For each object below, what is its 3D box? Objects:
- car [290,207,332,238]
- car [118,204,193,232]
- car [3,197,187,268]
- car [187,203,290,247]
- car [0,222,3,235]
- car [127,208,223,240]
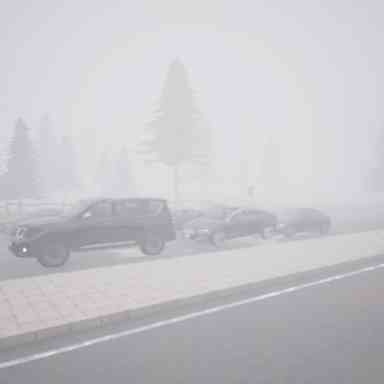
[{"bbox_3d":[5.535,1.525,17.644,4.674,1.442,1.812,-2,1,-35],"label":"car"},{"bbox_3d":[-2.232,1.525,20.674,4.181,1.385,1.994,0,0,-35],"label":"car"},{"bbox_3d":[-3.163,1.198,11.545,5.566,2.045,2.150,0,0,-35],"label":"car"},{"bbox_3d":[1.799,1.410,14.949,4.902,1.511,2.128,-4,2,-35],"label":"car"},{"bbox_3d":[-7.451,1.525,17.084,4.181,1.385,1.994,0,0,-35],"label":"car"},{"bbox_3d":[-0.808,1.567,17.404,4.718,1.301,1.895,0,0,-35],"label":"car"}]
